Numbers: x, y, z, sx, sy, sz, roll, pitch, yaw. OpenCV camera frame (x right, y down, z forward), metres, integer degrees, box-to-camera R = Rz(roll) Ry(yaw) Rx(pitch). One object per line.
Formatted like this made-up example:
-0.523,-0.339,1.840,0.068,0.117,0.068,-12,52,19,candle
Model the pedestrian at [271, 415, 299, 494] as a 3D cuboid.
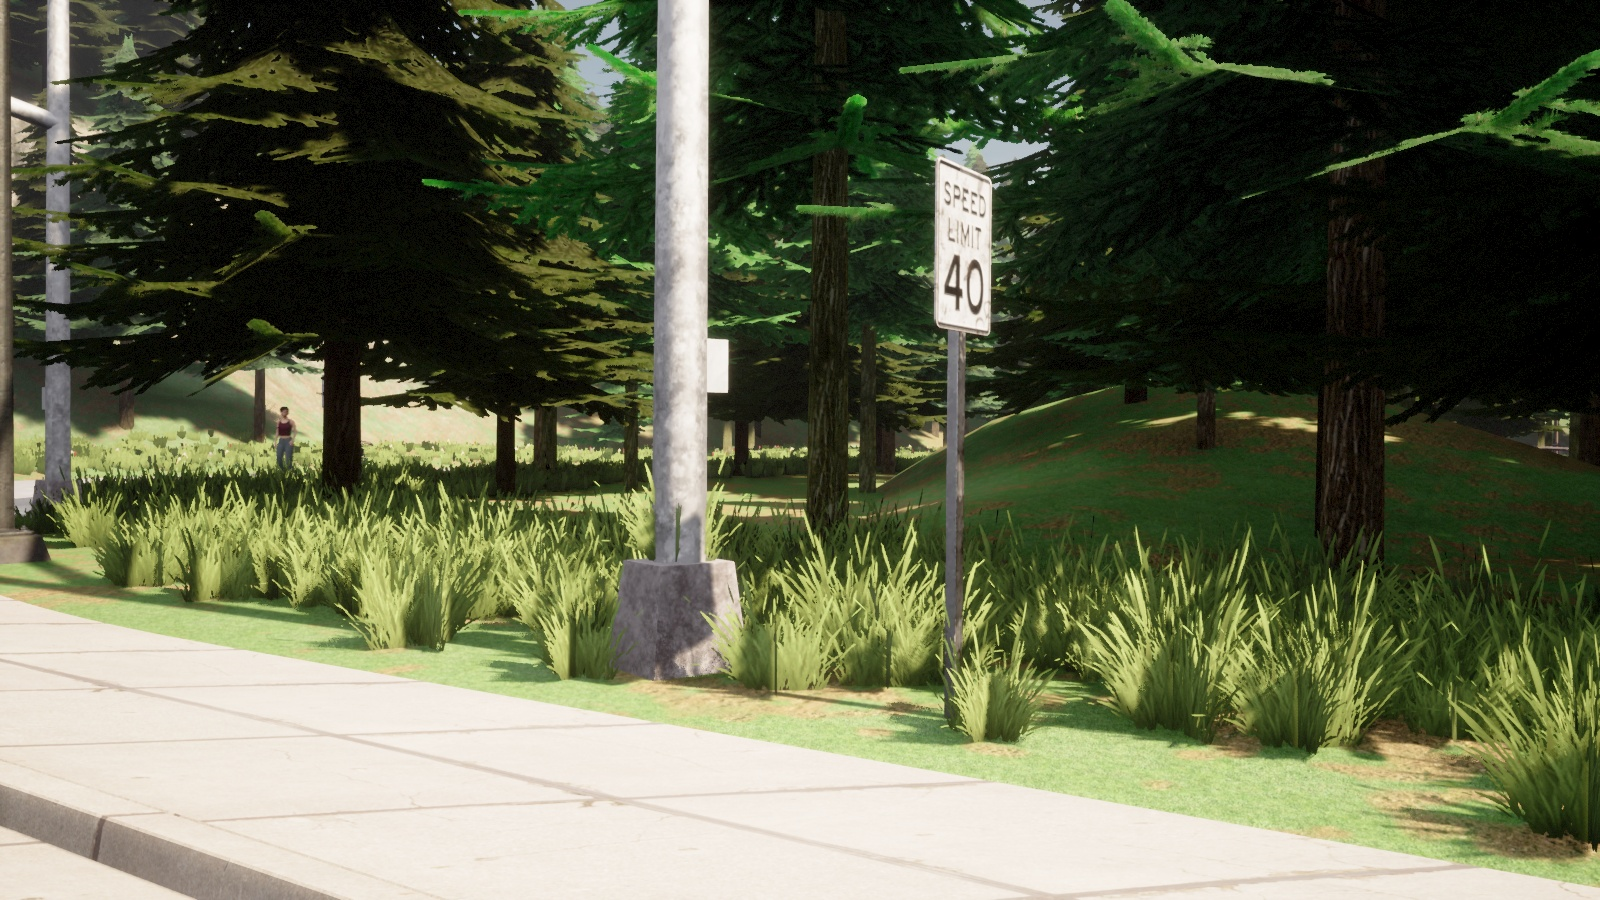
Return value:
-12.004,0.102,29.274,0.345,1.836,0.594,0,1,6,pedestrian
